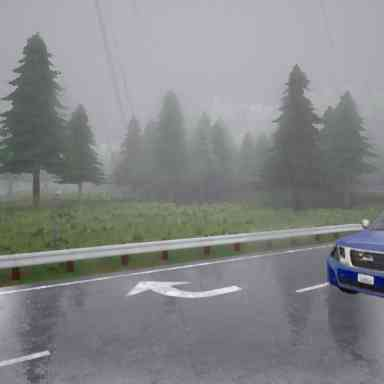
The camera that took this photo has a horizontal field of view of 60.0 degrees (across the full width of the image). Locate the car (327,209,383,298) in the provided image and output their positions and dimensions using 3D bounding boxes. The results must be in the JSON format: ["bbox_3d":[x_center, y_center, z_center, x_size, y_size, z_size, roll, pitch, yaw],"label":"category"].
[{"bbox_3d":[5.503,1.209,7.577,5.566,2.045,2.150,-1,-1,-33],"label":"car"}]
